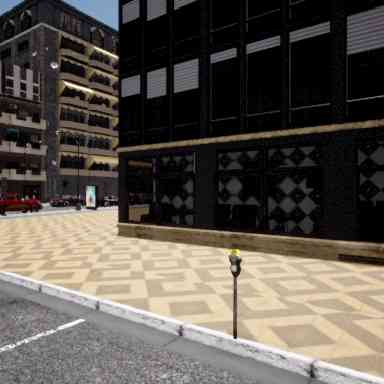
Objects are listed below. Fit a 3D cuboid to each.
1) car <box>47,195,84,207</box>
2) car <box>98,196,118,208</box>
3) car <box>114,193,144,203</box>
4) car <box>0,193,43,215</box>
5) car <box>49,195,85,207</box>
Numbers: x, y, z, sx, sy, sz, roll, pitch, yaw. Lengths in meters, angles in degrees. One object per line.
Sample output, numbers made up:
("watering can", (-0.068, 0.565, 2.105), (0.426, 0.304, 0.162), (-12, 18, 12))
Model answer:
("car", (-16.166, 1.074, 42.663), (1.802, 1.307, 4.206), (1, 2, 35))
("car", (-9.271, 1.072, 37.901), (1.947, 1.339, 4.313), (1, 2, 35))
("car", (-9.795, 0.834, 51.742), (2.008, 1.369, 4.403), (2, 2, 35))
("car", (-15.642, 1.029, 28.813), (2.192, 1.841, 5.009), (1, 2, 35))
("car", (-14.699, 1.082, 40.274), (1.994, 1.385, 4.181), (0, 1, 35))
